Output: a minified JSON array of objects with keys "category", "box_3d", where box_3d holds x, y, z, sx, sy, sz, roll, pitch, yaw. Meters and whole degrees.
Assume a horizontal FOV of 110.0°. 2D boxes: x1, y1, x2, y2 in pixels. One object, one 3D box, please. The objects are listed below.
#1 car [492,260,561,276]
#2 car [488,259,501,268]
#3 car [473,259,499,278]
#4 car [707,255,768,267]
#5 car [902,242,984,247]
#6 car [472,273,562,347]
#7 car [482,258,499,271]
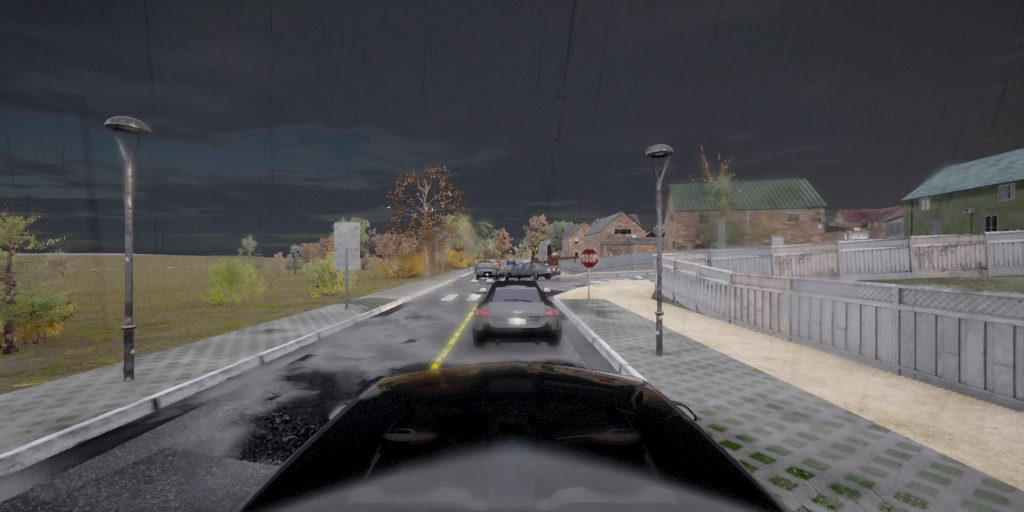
[{"category":"car","box_3d":[1.271,1.197,28.369,5.357,1.411,2.033,-4,-3,43]},{"category":"car","box_3d":[-2.979,1.255,61.125,1.882,1.535,5.008,0,0,0]},{"category":"car","box_3d":[-2.324,1.257,31.272,1.837,1.490,4.892,0,0,-8]},{"category":"car","box_3d":[14.336,0.413,22.778,4.181,1.385,1.994,-3,0,16]},{"category":"car","box_3d":[23.842,-0.209,20.380,4.902,1.511,2.128,-3,0,14]},{"category":"car","box_3d":[0.084,1.313,9.352,1.994,1.385,4.181,0,0,-1]},{"category":"car","box_3d":[-2.969,1.120,51.088,2.097,1.767,4.553,0,0,0]}]
